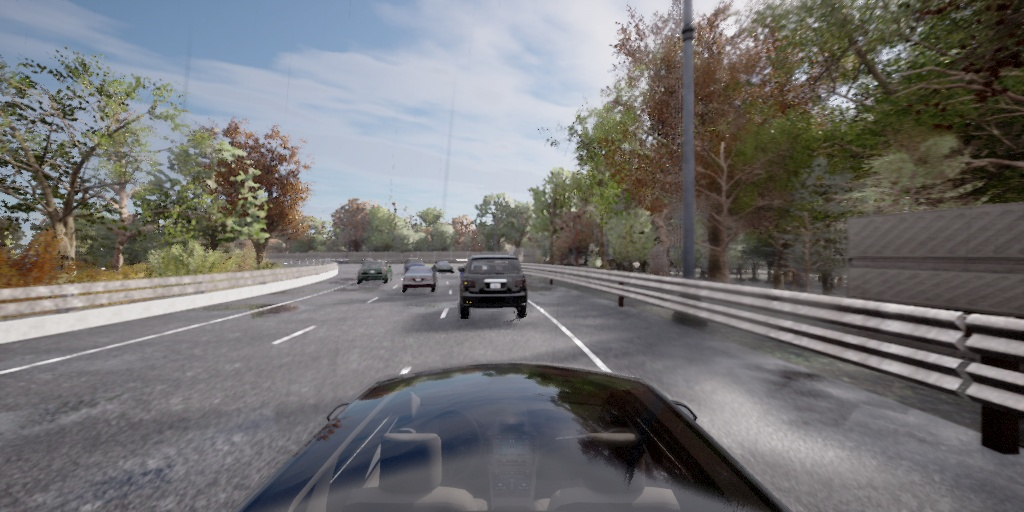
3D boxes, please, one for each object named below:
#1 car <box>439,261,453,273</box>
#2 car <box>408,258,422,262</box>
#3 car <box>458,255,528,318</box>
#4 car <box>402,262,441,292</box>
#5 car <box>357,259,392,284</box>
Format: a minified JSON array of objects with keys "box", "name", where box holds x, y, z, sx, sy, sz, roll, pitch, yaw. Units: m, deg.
[{"box":[-8.511,1.344,43.516,1.994,1.385,4.181,0,0,-22],"name":"car"},{"box":[-11.202,1.141,41.068,2.097,1.767,4.553,0,0,-21],"name":"car"},{"box":[-0.790,0.974,13.227,2.150,2.045,5.566,0,0,-7],"name":"car"},{"box":[-5.475,1.317,21.596,2.033,1.411,5.357,0,0,-11],"name":"car"},{"box":[-10.428,1.138,27.542,2.097,1.767,4.553,0,0,-14],"name":"car"}]
